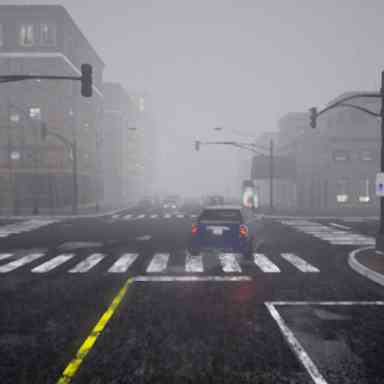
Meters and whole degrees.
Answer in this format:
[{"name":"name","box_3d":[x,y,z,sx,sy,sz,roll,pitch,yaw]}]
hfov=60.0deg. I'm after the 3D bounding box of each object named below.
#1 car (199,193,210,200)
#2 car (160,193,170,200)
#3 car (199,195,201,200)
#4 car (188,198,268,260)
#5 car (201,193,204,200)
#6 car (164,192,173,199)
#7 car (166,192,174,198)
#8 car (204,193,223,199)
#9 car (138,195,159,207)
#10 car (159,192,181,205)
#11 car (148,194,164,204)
[{"name":"car","box_3d":[2.607,0.979,70.738,2.008,1.369,4.403,-1,0,0]},{"name":"car","box_3d":[-5.774,0.955,70.546,1.752,1.417,4.829,0,0,0]},{"name":"car","box_3d":[2.625,1.107,53.649,2.008,1.369,4.403,0,0,0]},{"name":"car","box_3d":[1.463,1.259,12.307,2.097,1.767,4.553,0,0,18]},{"name":"car","box_3d":[2.632,1.182,47.952,1.802,1.307,4.206,0,0,0]},{"name":"car","box_3d":[-5.789,0.788,82.107,1.967,1.590,4.097,0,0,0]},{"name":"car","box_3d":[-5.794,0.835,87.635,1.752,1.417,4.829,-1,0,0]},{"name":"car","box_3d":[2.644,1.129,36.557,1.967,1.590,4.097,0,0,0]},{"name":"car","box_3d":[-5.742,1.195,42.233,2.008,1.369,4.403,0,0,0]},{"name":"car","box_3d":[-3.134,1.146,48.053,2.033,1.411,5.357,0,0,0]},{"name":"car","box_3d":[-5.755,1.107,53.627,2.008,1.369,4.403,0,0,0]}]
